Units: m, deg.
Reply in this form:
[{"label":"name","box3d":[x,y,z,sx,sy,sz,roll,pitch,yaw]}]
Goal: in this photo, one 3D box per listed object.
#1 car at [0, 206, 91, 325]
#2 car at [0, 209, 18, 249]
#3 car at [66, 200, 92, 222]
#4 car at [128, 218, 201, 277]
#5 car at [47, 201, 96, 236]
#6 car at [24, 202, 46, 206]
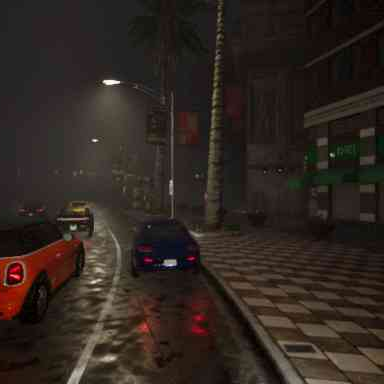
[{"label":"car","box3d":[-3.772,1.347,7.165,2.097,1.767,4.553,0,0,-6]},{"label":"car","box3d":[-8.542,1.513,13.286,1.812,1.442,4.674,0,0,-14]},{"label":"car","box3d":[-9.280,1.461,27.445,1.882,1.535,5.008,0,0,-18]},{"label":"car","box3d":[-0.946,1.522,10.194,1.812,1.442,4.674,0,0,-11]},{"label":"car","box3d":[-6.263,1.480,17.943,2.128,1.511,4.902,0,0,-16]},{"label":"car","box3d":[-12.647,1.505,26.835,1.812,1.442,4.674,0,0,-17]}]
